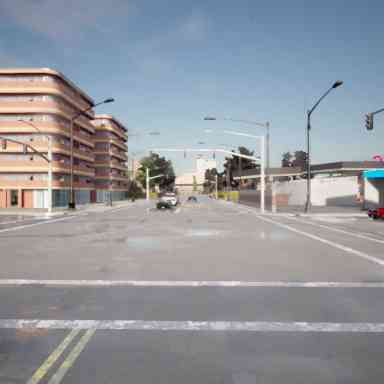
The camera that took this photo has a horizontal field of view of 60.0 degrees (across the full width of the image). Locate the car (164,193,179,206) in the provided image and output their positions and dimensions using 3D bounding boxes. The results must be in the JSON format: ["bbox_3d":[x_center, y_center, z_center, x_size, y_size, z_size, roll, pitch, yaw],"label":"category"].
[{"bbox_3d":[-3.563,1.221,53.256,2.150,2.045,5.566,0,0,0],"label":"car"}]

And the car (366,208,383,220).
[{"bbox_3d":[16.549,1.601,26.377,4.718,1.301,1.895,0,0,1],"label":"car"}]

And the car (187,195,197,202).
[{"bbox_3d":[0.039,1.339,70.762,1.812,1.442,4.674,0,0,0],"label":"car"}]

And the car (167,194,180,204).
[{"bbox_3d":[-3.520,1.352,63.387,2.097,1.767,4.553,0,0,0],"label":"car"}]

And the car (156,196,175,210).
[{"bbox_3d":[-3.575,1.601,43.233,1.895,1.301,4.718,0,0,0],"label":"car"}]
